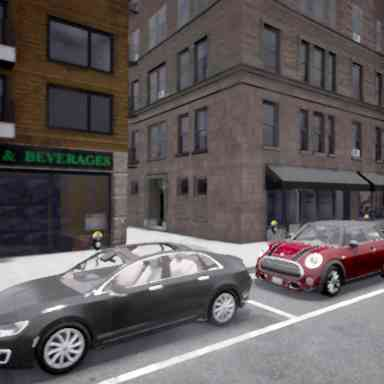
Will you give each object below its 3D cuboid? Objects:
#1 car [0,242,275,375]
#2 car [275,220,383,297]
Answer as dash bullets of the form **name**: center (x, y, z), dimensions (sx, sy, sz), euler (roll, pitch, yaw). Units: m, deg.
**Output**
- **car**: center (-0.942, 1.569, 5.510), dimensions (4.403, 1.369, 2.008), euler (1, 0, -35)
- **car**: center (3.562, 1.504, 8.701), dimensions (4.097, 1.590, 1.967), euler (1, 0, -35)
